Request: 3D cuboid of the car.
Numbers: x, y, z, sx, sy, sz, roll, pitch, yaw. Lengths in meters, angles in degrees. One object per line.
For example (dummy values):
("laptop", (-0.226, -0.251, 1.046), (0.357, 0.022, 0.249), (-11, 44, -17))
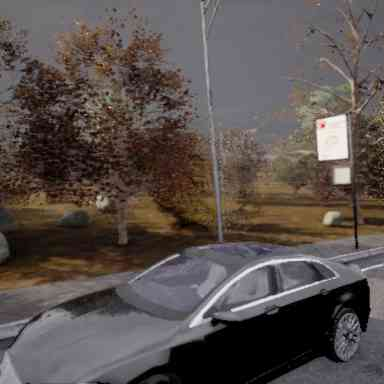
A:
("car", (0.377, 1.486, 4.260), (4.902, 1.511, 2.128), (0, 0, -35))
